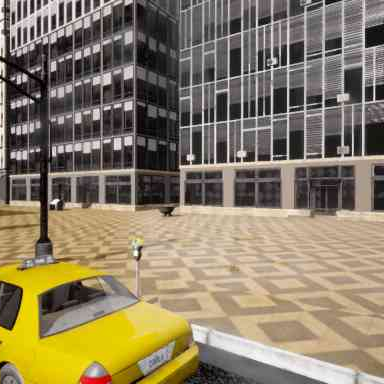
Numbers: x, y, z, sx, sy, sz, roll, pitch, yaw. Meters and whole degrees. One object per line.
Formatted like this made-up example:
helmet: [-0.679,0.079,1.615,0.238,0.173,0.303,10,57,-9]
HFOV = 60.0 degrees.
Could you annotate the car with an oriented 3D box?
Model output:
car: [-2.201,1.525,4.462,4.829,1.417,1.752,0,0,36]
